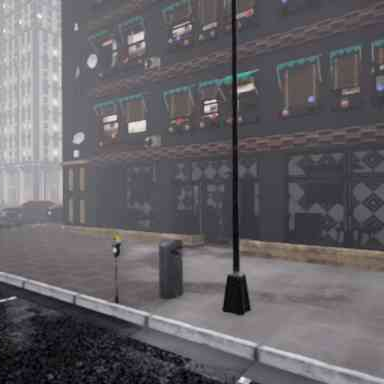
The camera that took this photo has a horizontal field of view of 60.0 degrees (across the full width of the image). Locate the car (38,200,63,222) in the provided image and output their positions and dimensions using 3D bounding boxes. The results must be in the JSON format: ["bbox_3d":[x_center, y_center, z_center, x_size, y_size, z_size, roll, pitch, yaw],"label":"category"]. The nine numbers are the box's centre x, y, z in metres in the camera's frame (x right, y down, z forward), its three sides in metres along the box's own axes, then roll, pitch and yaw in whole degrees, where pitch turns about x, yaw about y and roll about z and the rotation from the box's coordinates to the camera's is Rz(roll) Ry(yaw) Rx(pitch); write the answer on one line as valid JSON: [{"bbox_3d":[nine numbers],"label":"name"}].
[{"bbox_3d":[-8.101,1.383,23.416,1.947,1.339,4.313,0,1,35],"label":"car"}]

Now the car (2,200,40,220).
[{"bbox_3d":[-12.740,1.396,26.904,1.812,1.442,4.674,-1,1,35],"label":"car"}]
